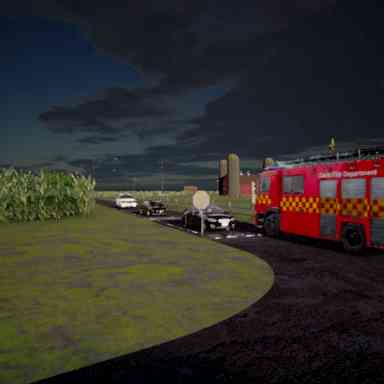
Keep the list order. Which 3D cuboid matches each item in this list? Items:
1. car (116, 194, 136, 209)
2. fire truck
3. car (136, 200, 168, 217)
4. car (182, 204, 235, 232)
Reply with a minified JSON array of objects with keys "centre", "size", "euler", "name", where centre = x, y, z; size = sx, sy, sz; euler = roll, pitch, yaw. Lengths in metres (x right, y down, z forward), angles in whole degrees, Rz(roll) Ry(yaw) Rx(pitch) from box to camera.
[{"centre":[-9.296,1.332,46.645],"size":[2.150,2.045,5.566],"euler":[-1,0,-21],"name":"car"},{"centre":[6.221,0.334,14.801],"size":[2.891,3.827,8.468],"euler":[-1,0,-21],"name":"fire truck"},{"centre":[-3.742,1.565,32.407],"size":[1.837,1.490,4.892],"euler":[-1,1,-21],"name":"car"},{"centre":[0.905,1.526,20.579],"size":[2.128,1.511,4.902],"euler":[-1,0,-22],"name":"car"}]
